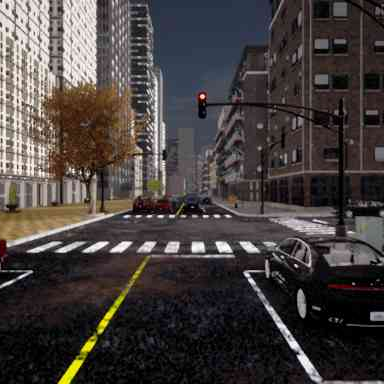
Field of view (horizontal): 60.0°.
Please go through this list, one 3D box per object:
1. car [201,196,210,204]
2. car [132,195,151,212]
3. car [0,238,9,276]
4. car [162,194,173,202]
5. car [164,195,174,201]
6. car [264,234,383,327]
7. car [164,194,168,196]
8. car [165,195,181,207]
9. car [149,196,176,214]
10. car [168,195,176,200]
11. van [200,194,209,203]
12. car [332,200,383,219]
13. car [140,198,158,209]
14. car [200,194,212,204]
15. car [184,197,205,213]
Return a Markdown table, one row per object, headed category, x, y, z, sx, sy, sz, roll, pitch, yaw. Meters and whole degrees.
| category | x | y | z | sx | sy | sz | roll | pitch | yaw |
| --- | --- | --- | --- | --- | --- | --- | --- | --- | --- |
| car | 2.662 | 1.531 | 67.117 | 1.752 | 1.417 | 4.829 | 0 | 0 | 0 |
| car | -5.709 | 1.308 | 39.330 | 2.192 | 1.841 | 5.009 | 0 | 0 | 0 |
| car | -5.695 | 1.540 | 6.942 | 1.887 | 1.381 | 4.507 | 0 | 0 | 0 |
| car | -5.724 | 1.331 | 77.989 | 2.192 | 1.841 | 5.009 | 0 | 0 | 0 |
| car | -5.726 | 1.573 | 83.513 | 2.008 | 1.369 | 4.403 | 0 | 0 | 0 |
| car | 2.685 | 1.547 | 6.945 | 2.008 | 1.369 | 4.403 | 0 | 0 | 0 |
| car | -5.722 | 1.576 | 72.468 | 1.947 | 1.339 | 4.313 | 0 | 0 | 0 |
| car | -3.116 | 1.597 | 50.398 | 1.895 | 1.301 | 4.718 | 0 | 0 | 0 |
| car | -3.115 | 1.470 | 35.808 | 1.882 | 1.535 | 5.008 | 0 | 0 | 0 |
| car | -5.730 | 1.588 | 94.558 | 2.008 | 1.369 | 4.403 | 0 | 0 | 0 |
| van | 2.659 | 1.351 | 72.471 | 1.690 | 1.788 | 3.998 | 0 | 0 | 0 |
| car | 13.414 | 1.331 | 26.355 | 4.403 | 1.369 | 2.008 | -1 | 1 | -1 |
| car | -5.710 | 1.561 | 44.853 | 1.947 | 1.339 | 4.313 | 0 | 0 | 0 |
| car | 2.664 | 1.567 | 61.424 | 1.947 | 1.339 | 4.313 | 0 | 0 | 0 |
| car | 0.086 | 1.557 | 36.898 | 1.994 | 1.385 | 4.181 | 0 | 0 | 0 |
